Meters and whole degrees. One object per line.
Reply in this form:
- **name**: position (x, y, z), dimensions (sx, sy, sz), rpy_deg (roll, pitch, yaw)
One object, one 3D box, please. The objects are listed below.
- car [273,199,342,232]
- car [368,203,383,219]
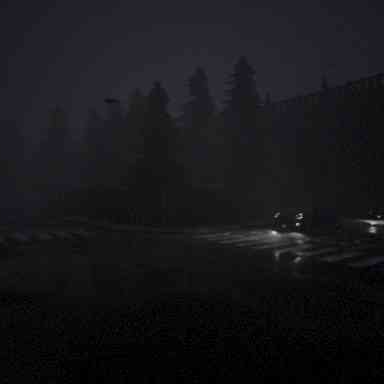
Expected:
- **car**: position (7.059, 1.352, 20.271), dimensions (4.553, 1.767, 2.097), rpy_deg (0, 0, -35)
- **car**: position (16.448, 1.477, 26.962), dimensions (5.357, 1.411, 2.033), rpy_deg (0, 0, -35)
